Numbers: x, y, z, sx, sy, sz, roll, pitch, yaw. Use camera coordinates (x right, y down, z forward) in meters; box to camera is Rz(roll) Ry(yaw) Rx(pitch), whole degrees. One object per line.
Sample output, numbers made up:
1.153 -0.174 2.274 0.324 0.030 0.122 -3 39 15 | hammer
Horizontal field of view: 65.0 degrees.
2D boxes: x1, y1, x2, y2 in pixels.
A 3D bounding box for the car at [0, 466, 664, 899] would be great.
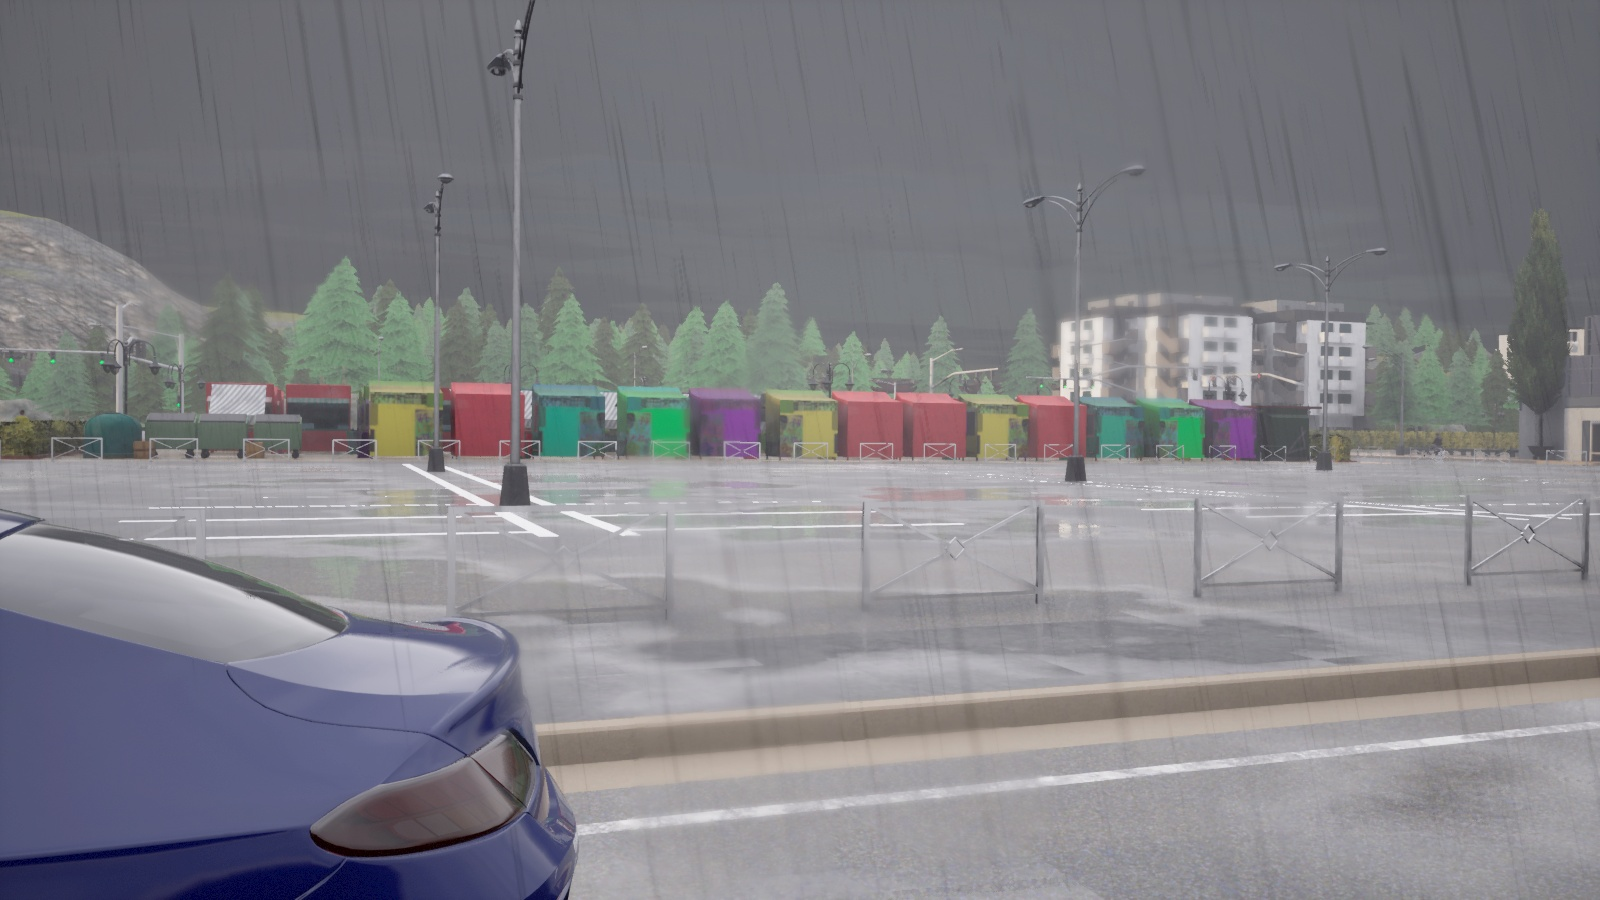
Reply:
-2.743 0.818 2.198 4.674 1.442 1.812 -1 1 -21 | car
